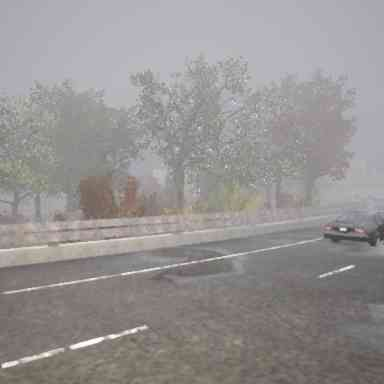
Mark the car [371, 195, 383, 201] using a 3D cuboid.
[{"bbox_3d":[43.718,1.516,79.639,1.994,1.385,4.181,0,0,4],"label":"car"}]

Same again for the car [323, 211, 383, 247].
[{"bbox_3d":[7.922,1.561,15.180,5.357,1.411,2.033,0,0,-44],"label":"car"}]

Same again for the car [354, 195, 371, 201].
[{"bbox_3d":[40.241,1.492,80.038,2.128,1.511,4.902,0,0,4],"label":"car"}]
